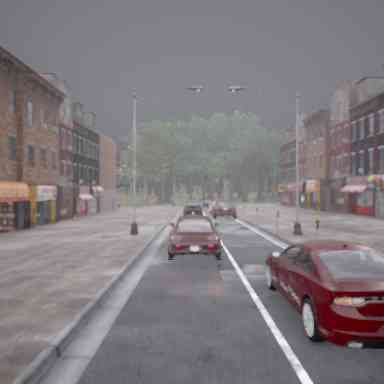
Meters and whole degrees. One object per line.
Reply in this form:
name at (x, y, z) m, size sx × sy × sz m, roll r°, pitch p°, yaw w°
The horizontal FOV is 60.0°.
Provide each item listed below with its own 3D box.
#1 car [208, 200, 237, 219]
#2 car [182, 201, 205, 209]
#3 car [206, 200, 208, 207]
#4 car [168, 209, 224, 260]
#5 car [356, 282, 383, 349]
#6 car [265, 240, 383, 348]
car at (2.992, 1.598, 31.882) m, size 2.097 × 1.767 × 4.553 m, roll 0°, pitch 0°, yaw 0°
car at (0.102, 1.767, 33.993) m, size 1.837 × 1.490 × 4.892 m, roll 0°, pitch -1°, yaw 0°
car at (3.020, 1.783, 38.912) m, size 1.882 × 1.535 × 5.008 m, roll 0°, pitch -1°, yaw 0°
car at (0.092, 1.618, 12.788) m, size 1.812 × 1.442 × 4.674 m, roll 0°, pitch 0°, yaw 0°
car at (2.627, 1.559, 1.025) m, size 2.008 × 1.369 × 4.403 m, roll -1°, pitch 0°, yaw 0°
car at (2.627, 1.591, 6.431) m, size 1.887 × 1.381 × 4.507 m, roll -1°, pitch 0°, yaw 0°
